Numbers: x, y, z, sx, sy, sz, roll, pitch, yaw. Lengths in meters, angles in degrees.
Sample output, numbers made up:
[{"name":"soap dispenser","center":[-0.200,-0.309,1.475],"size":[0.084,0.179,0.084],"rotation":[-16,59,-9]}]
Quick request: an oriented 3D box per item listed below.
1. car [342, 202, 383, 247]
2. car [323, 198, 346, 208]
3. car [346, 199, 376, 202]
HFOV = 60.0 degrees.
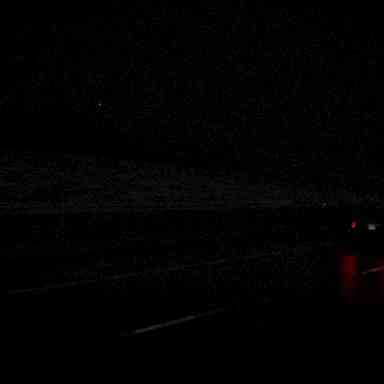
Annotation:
[{"name":"car","center":[8.788,1.446,14.267],"size":[4.553,1.767,2.097],"rotation":[1,0,-35]},{"name":"car","center":[19.101,1.620,43.503],"size":[4.553,1.767,2.097],"rotation":[0,0,-36]},{"name":"car","center":[21.546,1.765,40.962],"size":[4.902,1.511,2.128],"rotation":[0,0,-37]}]
